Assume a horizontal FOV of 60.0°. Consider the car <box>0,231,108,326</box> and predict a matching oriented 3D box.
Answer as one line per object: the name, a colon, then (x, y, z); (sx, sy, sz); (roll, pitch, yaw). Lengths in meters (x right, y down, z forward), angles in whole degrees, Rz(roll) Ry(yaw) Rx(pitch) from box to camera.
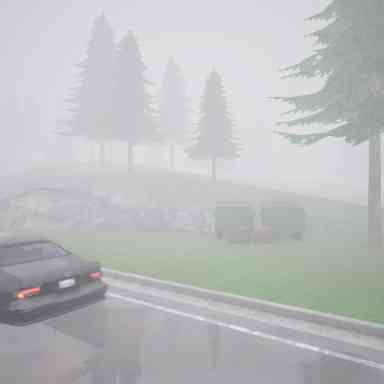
car: (-4.091, 1.547, 6.912); (5.357, 1.411, 2.033); (0, 0, 35)
